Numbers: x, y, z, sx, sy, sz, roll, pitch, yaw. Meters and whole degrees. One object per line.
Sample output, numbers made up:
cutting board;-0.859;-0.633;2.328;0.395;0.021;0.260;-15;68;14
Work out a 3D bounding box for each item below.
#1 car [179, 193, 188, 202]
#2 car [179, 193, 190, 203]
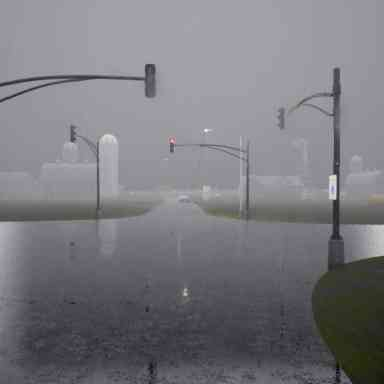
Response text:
car;-2.081;1.188;79.902;2.150;2.045;5.566;0;0;-4
car;-1.499;1.553;69.868;1.812;1.442;4.674;0;0;-3
